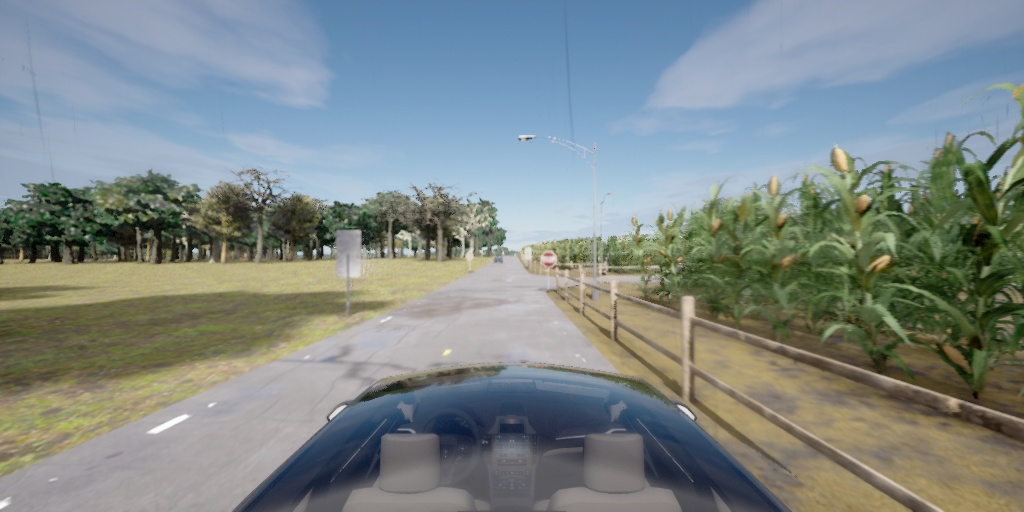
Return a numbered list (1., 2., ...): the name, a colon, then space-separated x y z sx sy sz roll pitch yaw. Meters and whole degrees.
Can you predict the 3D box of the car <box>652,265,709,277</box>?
1. car: 13.872 1.129 28.932 4.902 1.511 2.128 -1 0 0
